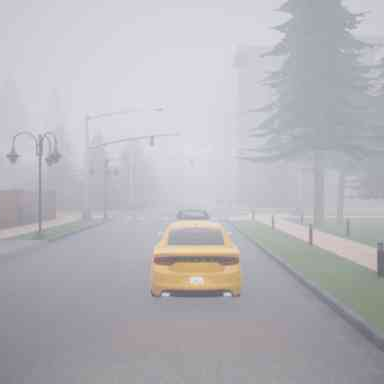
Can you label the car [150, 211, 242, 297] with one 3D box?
[{"bbox_3d":[0.082,1.475,8.596,1.882,1.535,5.008,0,0,0],"label":"car"}]
